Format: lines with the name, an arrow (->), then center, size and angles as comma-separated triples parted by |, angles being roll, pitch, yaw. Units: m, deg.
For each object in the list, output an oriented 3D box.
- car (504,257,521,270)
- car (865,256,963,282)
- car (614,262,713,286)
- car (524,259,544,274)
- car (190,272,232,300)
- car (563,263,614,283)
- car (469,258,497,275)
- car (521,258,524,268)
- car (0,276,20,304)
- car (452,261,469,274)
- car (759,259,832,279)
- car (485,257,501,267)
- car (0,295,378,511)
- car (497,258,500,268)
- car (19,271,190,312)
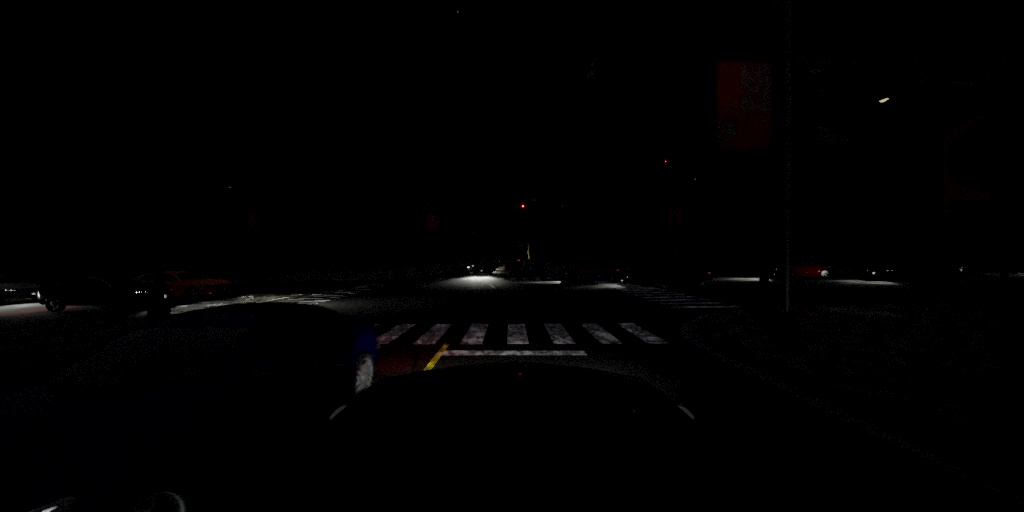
car -> 0.002, 1.237, 54.214 | 1.882, 1.535, 5.008 | 0, 0, 0
car -> 25.073, 0.782, 22.464 | 4.892, 1.490, 1.837 | -1, 0, 0
car -> 9.528, 1.099, 22.440 | 5.357, 1.411, 2.033 | -1, 0, 0
car -> 2.733, 1.305, 41.164 | 2.007, 1.370, 4.403 | 0, 0, 0
car -> -17.649, 1.527, 18.950 | 5.008, 1.535, 1.882 | -1, 0, 2
car -> 5.872, 1.200, 26.627 | 4.181, 1.385, 1.994 | -2, 1, 14
car -> -3.117, 1.246, 39.094 | 2.128, 1.511, 4.902 | 0, 0, 0
car -> 2.680, 1.303, 52.053 | 1.888, 1.381, 4.507 | 0, 0, 0
car -> -27.623, 1.763, 18.932 | 4.674, 1.442, 1.812 | -1, 0, 0
car -> -5.792, 1.305, 41.126 | 2.007, 1.370, 4.403 | 0, 0, 0
car -> 20.242, 0.920, 25.707 | 4.181, 1.385, 1.994 | -1, 0, 0
car -> -3.201, 1.287, 58.891 | 1.812, 1.442, 4.674 | 0, 0, 0
car -> -2.951, 1.274, 3.634 | 1.812, 1.442, 4.674 | 0, 0, 2
car -> -3.164, 1.305, 48.953 | 2.033, 1.411, 5.357 | 0, 0, 0
car -> -17.626, 1.546, 15.706 | 4.902, 1.511, 2.128 | -1, 0, 2
